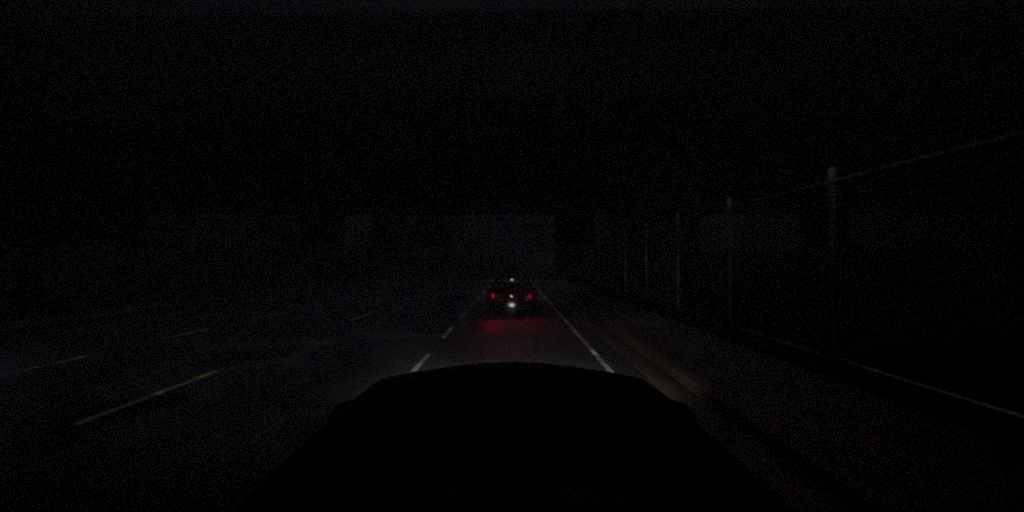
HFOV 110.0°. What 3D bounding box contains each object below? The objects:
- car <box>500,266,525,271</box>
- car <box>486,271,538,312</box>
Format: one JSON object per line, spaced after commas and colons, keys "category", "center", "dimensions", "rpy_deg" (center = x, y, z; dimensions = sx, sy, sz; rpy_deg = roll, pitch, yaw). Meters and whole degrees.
{"category": "car", "center": [0.039, 1.563, 30.307], "dimensions": [1.837, 1.490, 4.892], "rpy_deg": [0, 0, 1]}
{"category": "car", "center": [0.011, 1.494, 15.053], "dimensions": [1.895, 1.301, 4.718], "rpy_deg": [0, -1, 0]}
